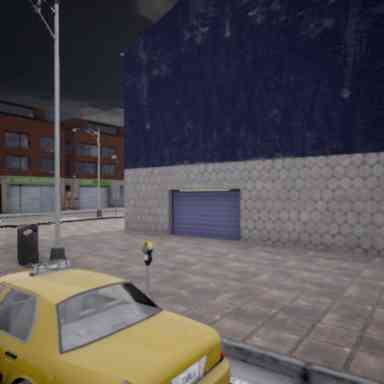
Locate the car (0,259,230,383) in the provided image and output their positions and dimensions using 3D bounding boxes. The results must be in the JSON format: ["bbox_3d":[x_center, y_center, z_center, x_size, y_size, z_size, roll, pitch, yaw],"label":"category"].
[{"bbox_3d":[-1.908,1.528,4.162,4.829,1.417,1.752,0,0,35],"label":"car"}]
